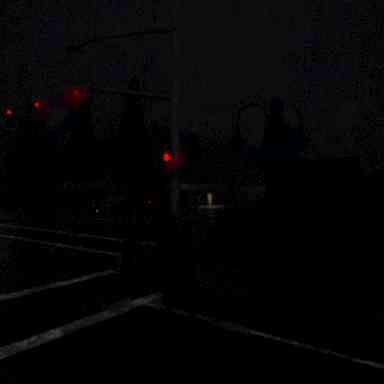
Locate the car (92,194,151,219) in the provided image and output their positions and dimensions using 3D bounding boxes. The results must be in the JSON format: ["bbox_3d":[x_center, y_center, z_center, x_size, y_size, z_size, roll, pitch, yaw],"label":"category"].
[{"bbox_3d":[-6.042,1.170,29.200,2.150,2.045,5.566,0,0,37],"label":"car"}]

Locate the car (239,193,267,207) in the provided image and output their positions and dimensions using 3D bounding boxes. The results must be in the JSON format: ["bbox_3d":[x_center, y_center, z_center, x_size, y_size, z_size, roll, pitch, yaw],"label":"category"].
[{"bbox_3d":[9.169,1.112,49.528,2.150,2.045,5.566,0,0,37],"label":"car"}]
